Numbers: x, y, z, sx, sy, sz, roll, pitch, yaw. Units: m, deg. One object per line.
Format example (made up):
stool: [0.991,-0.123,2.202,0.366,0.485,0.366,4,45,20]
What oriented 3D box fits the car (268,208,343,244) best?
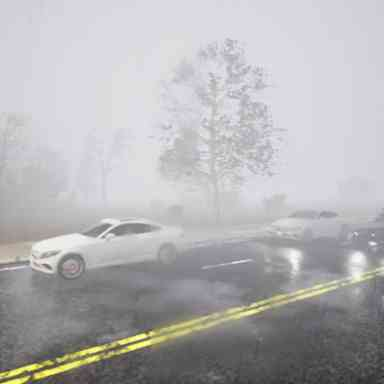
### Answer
car: [5.656,1.495,15.682,4.674,1.442,1.812,0,0,-35]

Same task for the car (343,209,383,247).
car: [8.871,1.513,13.885,5.357,1.411,2.033,0,0,-35]

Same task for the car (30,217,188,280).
car: [-2.278,1.517,10.030,4.674,1.442,1.812,0,0,-36]
